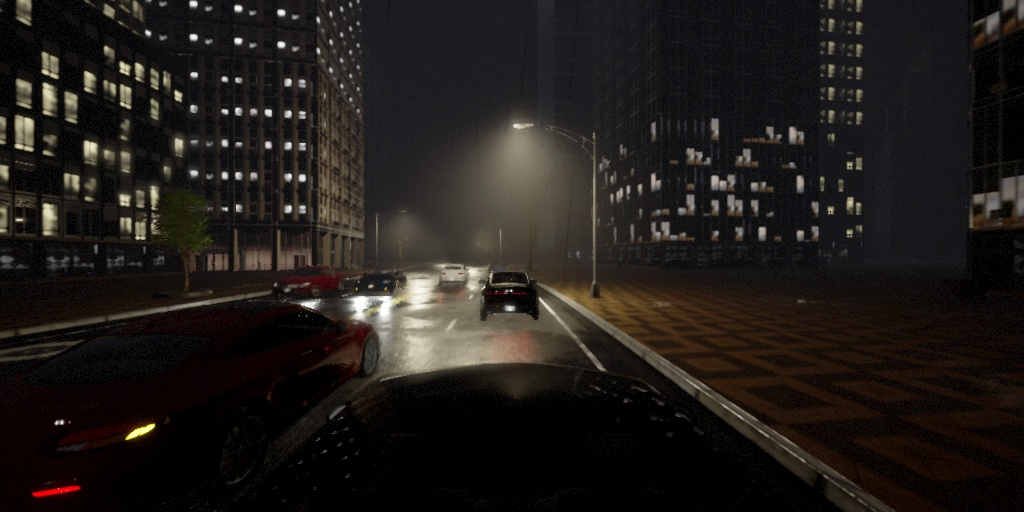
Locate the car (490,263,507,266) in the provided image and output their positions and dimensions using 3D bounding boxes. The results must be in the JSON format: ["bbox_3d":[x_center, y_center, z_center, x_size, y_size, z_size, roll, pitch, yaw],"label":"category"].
[{"bbox_3d":[-1.187,1.294,31.543,2.033,1.411,5.357,0,0,-5],"label":"car"}]

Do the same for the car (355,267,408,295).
[{"bbox_3d":[-7.129,1.318,19.858,1.994,1.385,4.181,0,0,-3],"label":"car"}]

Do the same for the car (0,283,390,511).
[{"bbox_3d":[-3.203,1.278,4.345,1.812,1.442,4.674,0,0,0],"label":"car"}]

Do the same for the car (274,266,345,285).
[{"bbox_3d":[-10.317,1.283,18.598,1.812,1.442,4.674,0,0,-3],"label":"car"}]

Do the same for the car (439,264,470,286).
[{"bbox_3d":[-3.989,1.276,25.161,1.812,1.442,4.674,0,0,-4],"label":"car"}]

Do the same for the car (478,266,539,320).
[{"bbox_3d":[-0.127,1.253,12.675,1.837,1.490,4.892,0,0,-2],"label":"car"}]
